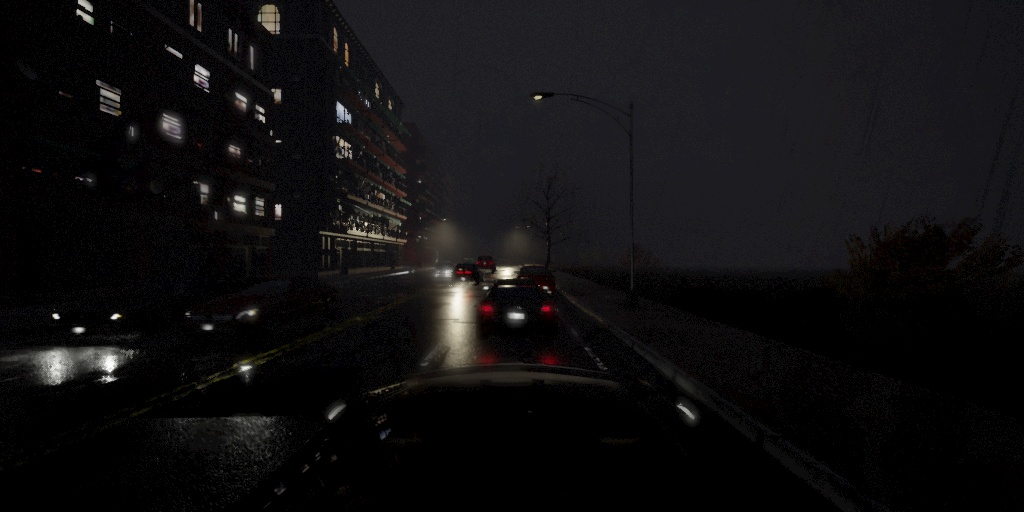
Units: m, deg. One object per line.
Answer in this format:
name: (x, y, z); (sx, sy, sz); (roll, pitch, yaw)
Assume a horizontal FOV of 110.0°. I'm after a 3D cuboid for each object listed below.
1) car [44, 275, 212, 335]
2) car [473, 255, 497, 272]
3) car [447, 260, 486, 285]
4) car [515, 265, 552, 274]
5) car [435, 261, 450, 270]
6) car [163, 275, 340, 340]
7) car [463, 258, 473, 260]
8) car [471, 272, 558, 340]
car: (-9.841, 1.299, 10.810); (2.033, 1.411, 5.357); (0, 0, 0)
car: (-3.110, 0.965, 43.650); (2.150, 2.045, 5.566); (0, -1, 0)
car: (-3.129, 1.257, 25.687); (1.837, 1.490, 4.892); (0, 0, 0)
car: (1.152, 1.230, 18.930); (1.882, 1.535, 5.008); (0, 0, 0)
car: (-9.800, 1.352, 51.936); (1.895, 1.301, 4.718); (0, 0, 0)
car: (-6.607, 1.277, 10.124); (1.812, 1.442, 4.674); (0, 0, 0)
car: (-6.545, 1.103, 53.410); (2.097, 1.767, 4.553); (0, 0, 0)
car: (0.109, 1.315, 10.010); (1.994, 1.385, 4.181); (0, 0, 0)
